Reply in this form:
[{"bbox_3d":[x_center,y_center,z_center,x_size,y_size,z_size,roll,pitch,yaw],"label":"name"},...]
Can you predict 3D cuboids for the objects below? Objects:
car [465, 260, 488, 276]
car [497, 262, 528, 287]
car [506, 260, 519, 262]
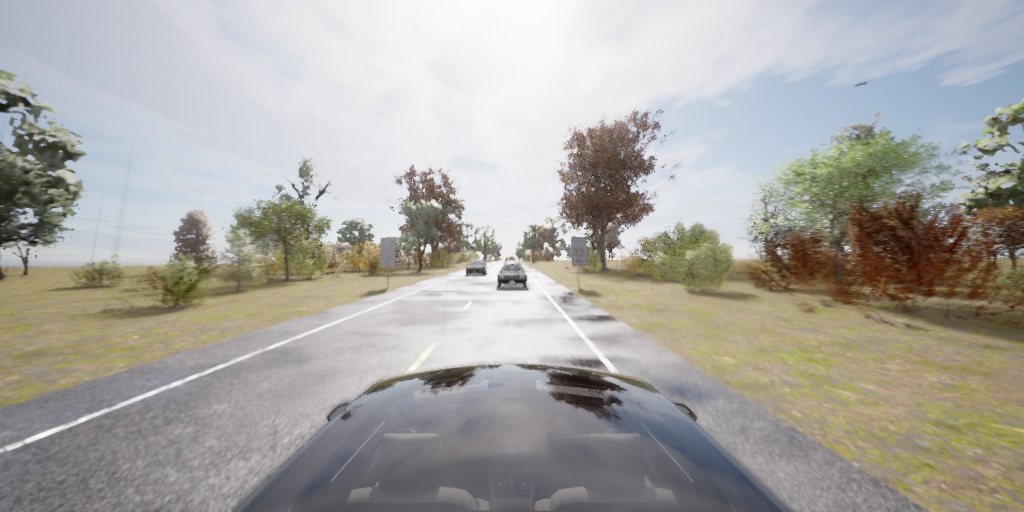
[{"bbox_3d":[-3.513,1.147,36.108,1.882,1.535,5.008,0,0,0],"label":"car"},{"bbox_3d":[0.024,1.280,23.588,1.895,1.301,4.718,0,0,0],"label":"car"},{"bbox_3d":[0.064,1.144,40.021,2.128,1.511,4.902,0,0,0],"label":"car"}]
